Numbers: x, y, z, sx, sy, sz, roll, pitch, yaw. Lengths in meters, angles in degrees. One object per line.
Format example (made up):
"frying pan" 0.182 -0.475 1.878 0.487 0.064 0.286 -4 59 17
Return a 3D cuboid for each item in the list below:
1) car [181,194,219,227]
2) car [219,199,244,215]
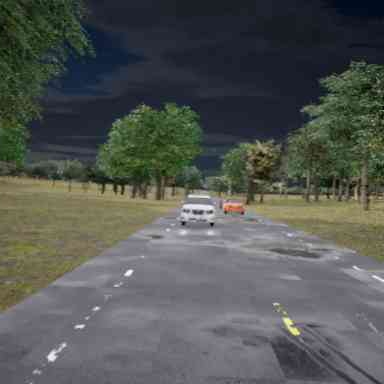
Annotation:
"car" 0.460 1.222 23.230 2.150 2.045 5.566 3 0 2
"car" 4.595 1.524 37.380 2.097 1.767 4.553 3 0 2
